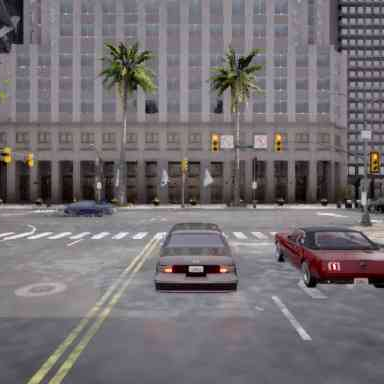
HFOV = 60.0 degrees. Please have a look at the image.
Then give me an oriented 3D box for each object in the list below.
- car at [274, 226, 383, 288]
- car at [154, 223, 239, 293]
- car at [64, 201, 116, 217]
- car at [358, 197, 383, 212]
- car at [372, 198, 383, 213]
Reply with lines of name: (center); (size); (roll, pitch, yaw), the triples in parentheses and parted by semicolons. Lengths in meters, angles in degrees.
car: (3.643, 1.601, 9.244); (1.895, 1.301, 4.718); (0, 0, 2)
car: (0.097, 1.547, 8.977); (2.033, 1.411, 5.357); (0, 0, 0)
car: (-9.409, 1.526, 30.757); (4.674, 1.442, 1.812); (0, 0, 0)
car: (21.401, 1.352, 37.817); (4.553, 1.767, 2.097); (0, 0, 0)
car: (21.667, 1.601, 34.315); (4.718, 1.301, 1.895); (0, 0, 0)
